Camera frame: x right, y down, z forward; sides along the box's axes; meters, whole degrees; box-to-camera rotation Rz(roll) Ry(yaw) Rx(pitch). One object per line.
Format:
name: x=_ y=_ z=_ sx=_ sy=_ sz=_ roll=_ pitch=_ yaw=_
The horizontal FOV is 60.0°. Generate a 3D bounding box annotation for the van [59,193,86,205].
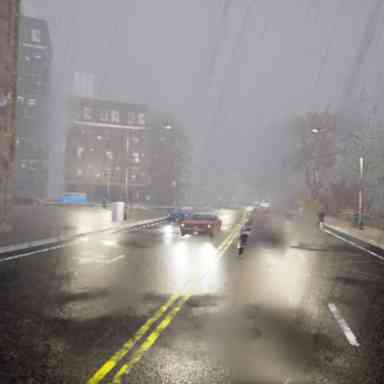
van: x=-18.223 y=1.041 z=51.136 sx=3.998 sy=1.788 sz=1.690 roll=3 pitch=-2 yaw=-19

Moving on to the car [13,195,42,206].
car: x=-20.898 y=1.038 z=41.333 sx=4.206 sy=1.307 sz=1.802 roll=3 pitch=-2 yaw=-19

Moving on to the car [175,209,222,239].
car: x=0.629 y=1.902 z=19.672 sx=1.895 sy=1.301 sz=4.718 roll=2 pitch=-1 yaw=12

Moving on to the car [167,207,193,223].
car: x=-0.769 y=1.991 z=29.114 sx=1.895 sy=1.301 sz=4.718 roll=2 pitch=-1 yaw=11

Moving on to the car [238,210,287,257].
car: x=3.061 y=1.797 z=14.520 sx=2.128 sy=1.511 sz=4.902 roll=2 pitch=-1 yaw=12

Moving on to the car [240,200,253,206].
car: x=15.108 y=3.246 z=92.856 sx=1.895 sy=1.301 sz=4.718 roll=2 pitch=-1 yaw=5

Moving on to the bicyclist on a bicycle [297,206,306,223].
bicyclist on a bicycle: x=10.959 y=2.252 z=33.322 sx=0.866 sy=1.612 sz=1.509 roll=2 pitch=-1 yaw=10

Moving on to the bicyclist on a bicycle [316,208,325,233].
bicyclist on a bicycle: x=9.054 y=1.991 z=23.525 sx=0.659 sy=1.776 sz=1.843 roll=2 pitch=-1 yaw=11

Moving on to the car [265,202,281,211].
car: x=14.012 y=2.834 z=56.734 sx=1.895 sy=1.301 sz=4.718 roll=2 pitch=-1 yaw=9

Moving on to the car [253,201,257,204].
car: x=18.379 y=3.318 z=92.916 sx=1.812 sy=1.442 sz=4.674 roll=2 pitch=-1 yaw=5

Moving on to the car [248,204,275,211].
car: x=6.576 y=2.225 z=32.077 sx=1.994 sy=1.385 sz=4.181 roll=2 pitch=-1 yaw=11

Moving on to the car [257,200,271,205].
car: x=16.050 y=2.727 z=71.988 sx=2.150 sy=2.045 sz=5.566 roll=2 pitch=-1 yaw=7
